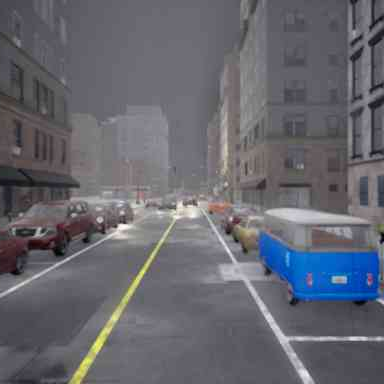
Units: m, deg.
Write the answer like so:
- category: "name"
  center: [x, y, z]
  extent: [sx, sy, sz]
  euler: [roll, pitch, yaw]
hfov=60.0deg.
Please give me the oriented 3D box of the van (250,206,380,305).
- category: "van"
  center: [2.636, 1.331, 7.794]
  extent: [1.690, 1.788, 3.998]
  euler: [0, 0, 0]

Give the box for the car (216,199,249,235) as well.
- category: "car"
  center: [2.634, 1.417, 18.613]
  extent: [1.967, 1.590, 4.097]
  euler: [0, 0, 0]

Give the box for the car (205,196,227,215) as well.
- category: "car"
  center: [2.743, 1.310, 33.505]
  extent: [2.097, 1.767, 4.553]
  euler: [0, 0, 0]

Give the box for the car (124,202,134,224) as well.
- category: "car"
  center: [-5.393, 1.409, 24.021]
  extent: [1.967, 1.590, 4.097]
  euler: [0, 0, 0]

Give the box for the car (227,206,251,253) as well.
- category: "car"
  center: [2.635, 1.508, 13.374]
  extent: [1.752, 1.417, 4.829]
  euler: [0, 0, 0]

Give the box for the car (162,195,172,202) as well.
- category: "car"
  center: [-5.403, 1.440, 72.334]
  extent: [1.752, 1.417, 4.829]
  euler: [0, 0, 0]

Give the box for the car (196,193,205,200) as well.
- category: "car"
  center: [2.620, 1.343, 83.829]
  extent: [1.967, 1.590, 4.097]
  euler: [0, 0, 0]

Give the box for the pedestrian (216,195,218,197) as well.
- category: "pedestrian"
  center: [2.742, 1.249, 36.312]
  extent: [0.375, 1.860, 0.375]
  euler: [0, 0, -8]

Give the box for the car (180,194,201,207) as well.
- category: "car"
  center: [-0.323, 1.464, 50.187]
  extent: [1.812, 1.442, 4.674]
  euler: [0, 0, -9]

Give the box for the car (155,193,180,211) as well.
- category: "car"
  center: [-2.836, 1.303, 39.450]
  extent: [2.097, 1.767, 4.553]
  euler: [0, 0, 0]

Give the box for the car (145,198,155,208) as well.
- category: "car"
  center: [-5.397, 1.494, 45.658]
  extent: [2.008, 1.369, 4.403]
  euler: [0, 0, 0]

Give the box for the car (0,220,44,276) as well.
- category: "car"
  center: [-5.389, 1.571, 7.793]
  extent: [1.802, 1.307, 4.206]
  euler: [0, 0, 0]

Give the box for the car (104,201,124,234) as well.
- category: "car"
  center: [-5.391, 1.416, 18.611]
  extent: [1.967, 1.590, 4.097]
  euler: [0, 0, 0]

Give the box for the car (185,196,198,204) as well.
- category: "car"
  center: [-0.148, 1.527, 65.215]
  extent: [1.895, 1.301, 4.718]
  euler: [0, 0, -9]

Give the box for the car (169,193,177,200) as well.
- category: "car"
  center: [-5.408, 1.206, 95.151]
  extent: [2.192, 1.841, 5.009]
  euler: [0, 0, 0]

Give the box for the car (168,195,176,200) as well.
- category: "car"
  center: [-5.407, 1.447, 89.490]
  extent: [2.008, 1.369, 4.403]
  euler: [0, 0, 0]

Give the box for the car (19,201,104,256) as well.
- category: "car"
  center: [-5.390, 1.297, 13.202]
  extent: [2.192, 1.841, 5.009]
  euler: [0, 0, 0]
